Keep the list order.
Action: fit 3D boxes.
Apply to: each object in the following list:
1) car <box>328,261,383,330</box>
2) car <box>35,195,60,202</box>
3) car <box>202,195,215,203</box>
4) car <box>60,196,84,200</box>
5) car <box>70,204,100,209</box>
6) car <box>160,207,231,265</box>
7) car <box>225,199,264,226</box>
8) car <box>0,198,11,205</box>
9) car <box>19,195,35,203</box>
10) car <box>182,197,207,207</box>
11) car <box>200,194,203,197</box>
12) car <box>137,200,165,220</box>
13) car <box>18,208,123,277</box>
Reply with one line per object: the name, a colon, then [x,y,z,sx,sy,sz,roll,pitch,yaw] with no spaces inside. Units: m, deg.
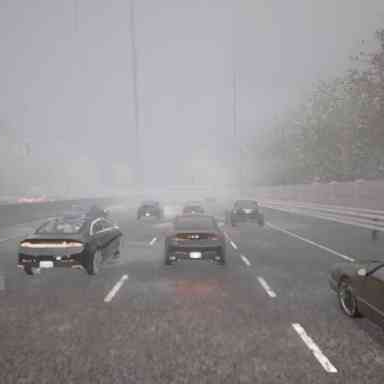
car: [3.625,1.494,4.271,2.033,1.411,5.357,0,0,1]
car: [-21.073,1.277,49.796,2.097,1.767,4.553,0,0,0]
car: [3.492,1.349,64.950,1.882,1.535,5.008,0,0,0]
car: [-17.566,1.416,50.202,2.128,1.511,4.902,0,0,0]
car: [-6.901,1.510,21.786,2.033,1.411,5.357,0,0,0]
car: [0.098,1.483,11.605,1.837,1.490,4.892,0,0,0]
car: [3.497,1.267,22.886,2.097,1.767,4.553,0,0,0]
car: [-28.065,1.490,48.142,1.994,1.385,4.181,0,0,0]
car: [-24.558,1.275,51.003,2.097,1.767,4.553,0,0,0]
car: [0.095,1.478,29.025,1.812,1.442,4.674,0,0,0]
car: [3.491,1.425,76.963,2.128,1.511,4.902,0,0,0]
car: [-3.404,1.458,27.901,1.837,1.490,4.892,0,0,0]
car: [-3.400,1.472,10.197,2.128,1.511,4.902,0,0,0]
